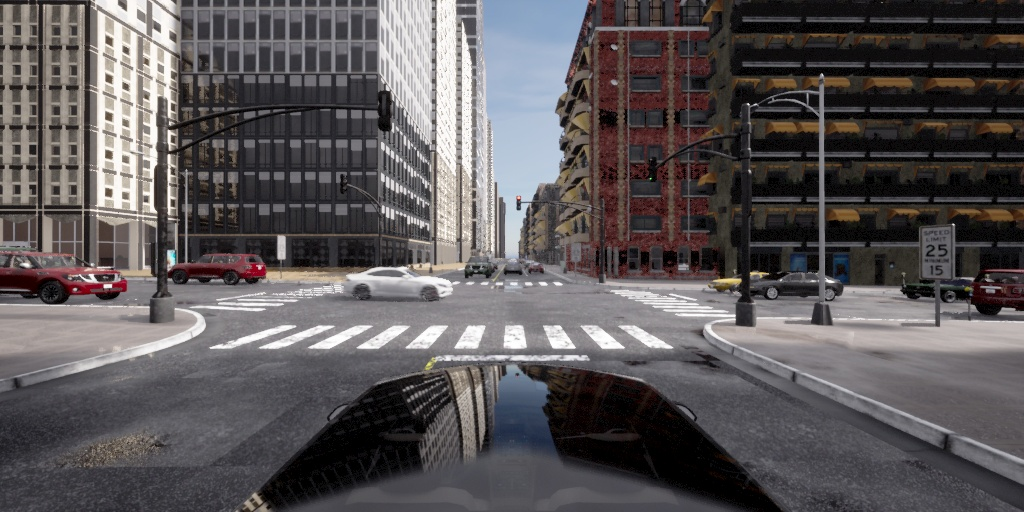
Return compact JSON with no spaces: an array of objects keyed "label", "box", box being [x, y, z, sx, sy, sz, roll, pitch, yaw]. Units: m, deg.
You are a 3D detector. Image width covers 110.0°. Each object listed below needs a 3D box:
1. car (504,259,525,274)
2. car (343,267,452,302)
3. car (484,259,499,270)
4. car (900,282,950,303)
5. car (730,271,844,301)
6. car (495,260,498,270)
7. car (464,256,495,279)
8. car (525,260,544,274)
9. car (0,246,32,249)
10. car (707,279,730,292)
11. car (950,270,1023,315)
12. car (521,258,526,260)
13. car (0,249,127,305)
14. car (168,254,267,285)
[{"label":"car","box":[0.099,1.322,40.436,1.994,1.385,4.181,0,0,0]},{"label":"car","box":[-5.045,1.206,16.010,4.674,1.442,1.812,1,0,0]},{"label":"car","box":[-3.064,1.244,53.915,1.882,1.535,5.008,0,0,0]},{"label":"car","box":[24.213,1.827,19.451,4.718,1.301,1.895,1,0,-1]},{"label":"car","box":[14.922,1.562,19.344,4.892,1.490,1.837,1,0,2]},{"label":"car","box":[-3.074,1.286,43.642,1.812,1.442,4.674,0,0,0]},{"label":"car","box":[-3.085,0.977,33.568,2.150,2.045,5.566,0,0,0]},{"label":"car","box":[2.759,1.341,41.665,1.802,1.307,4.207,0,0,0]},{"label":"car","box":[-22.555,0.578,15.866,5.566,2.045,2.150,1,0,-1]},{"label":"car","box":[14.639,1.587,21.962,4.829,1.417,1.751,0,0,0]},{"label":"car","box":[20.604,1.461,13.663,5.009,1.841,2.192,0,0,0]},{"label":"car","box":[2.715,1.317,54.582,2.007,1.370,4.403,0,0,0]},{"label":"car","box":[-17.570,0.757,13.315,5.009,1.841,2.192,0,0,0]},{"label":"car","box":[-17.701,0.776,21.695,5.009,1.841,2.192,0,0,0]}]
